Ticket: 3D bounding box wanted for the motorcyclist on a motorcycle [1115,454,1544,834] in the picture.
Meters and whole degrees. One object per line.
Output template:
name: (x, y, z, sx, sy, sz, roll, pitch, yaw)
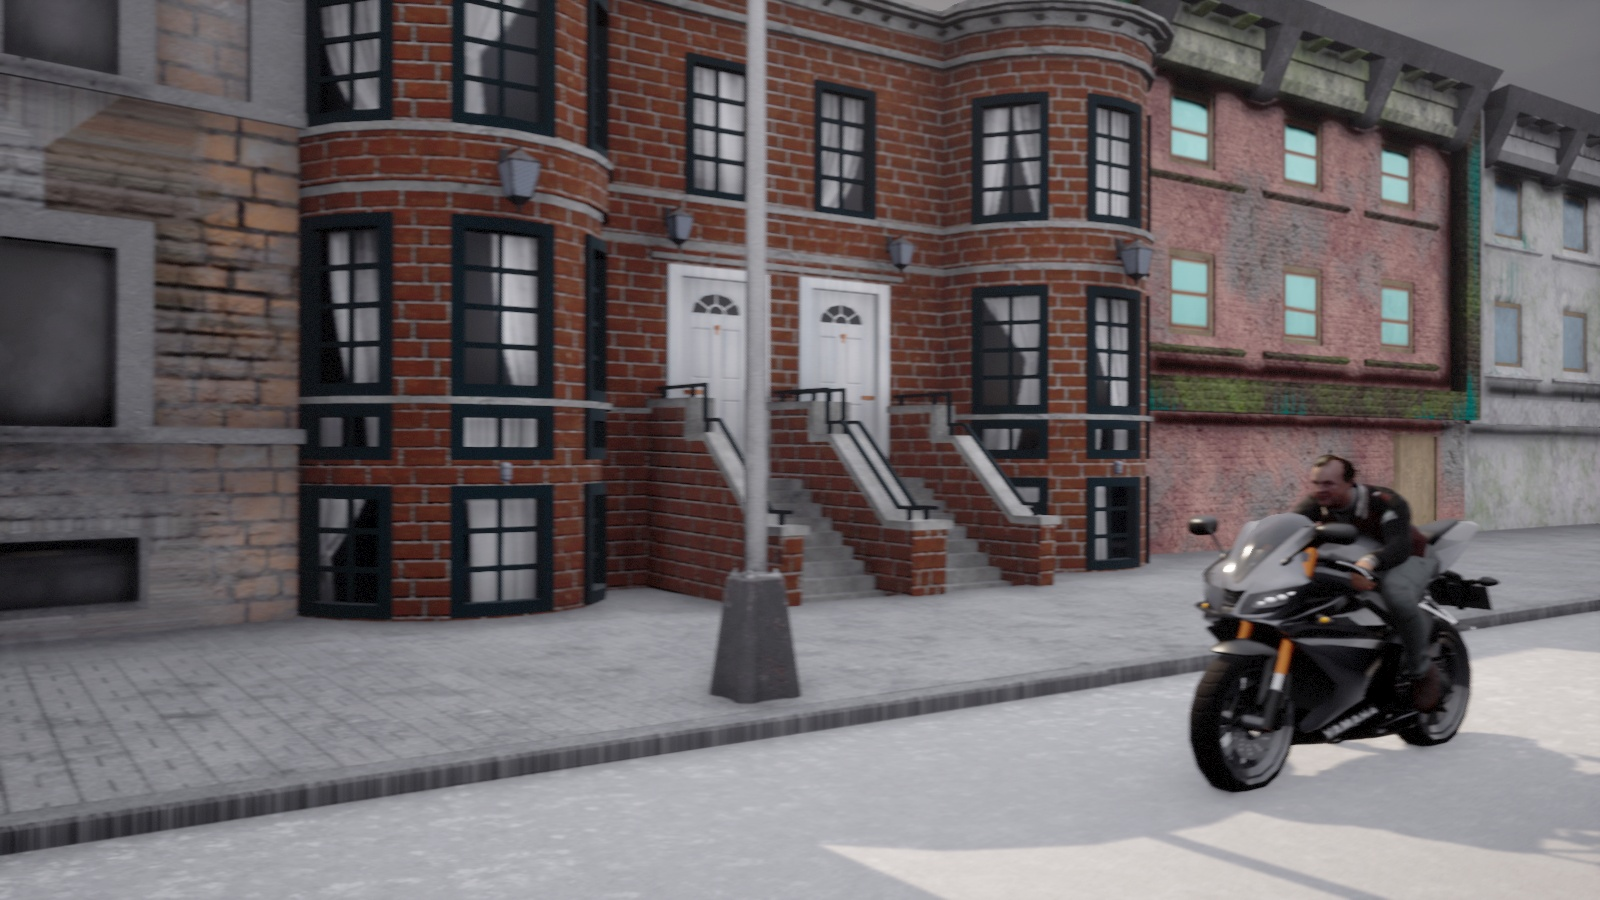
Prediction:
motorcyclist on a motorcycle: (2.601, 0.789, 6.058, 2.191, 1.530, 0.866, 0, 0, -35)
